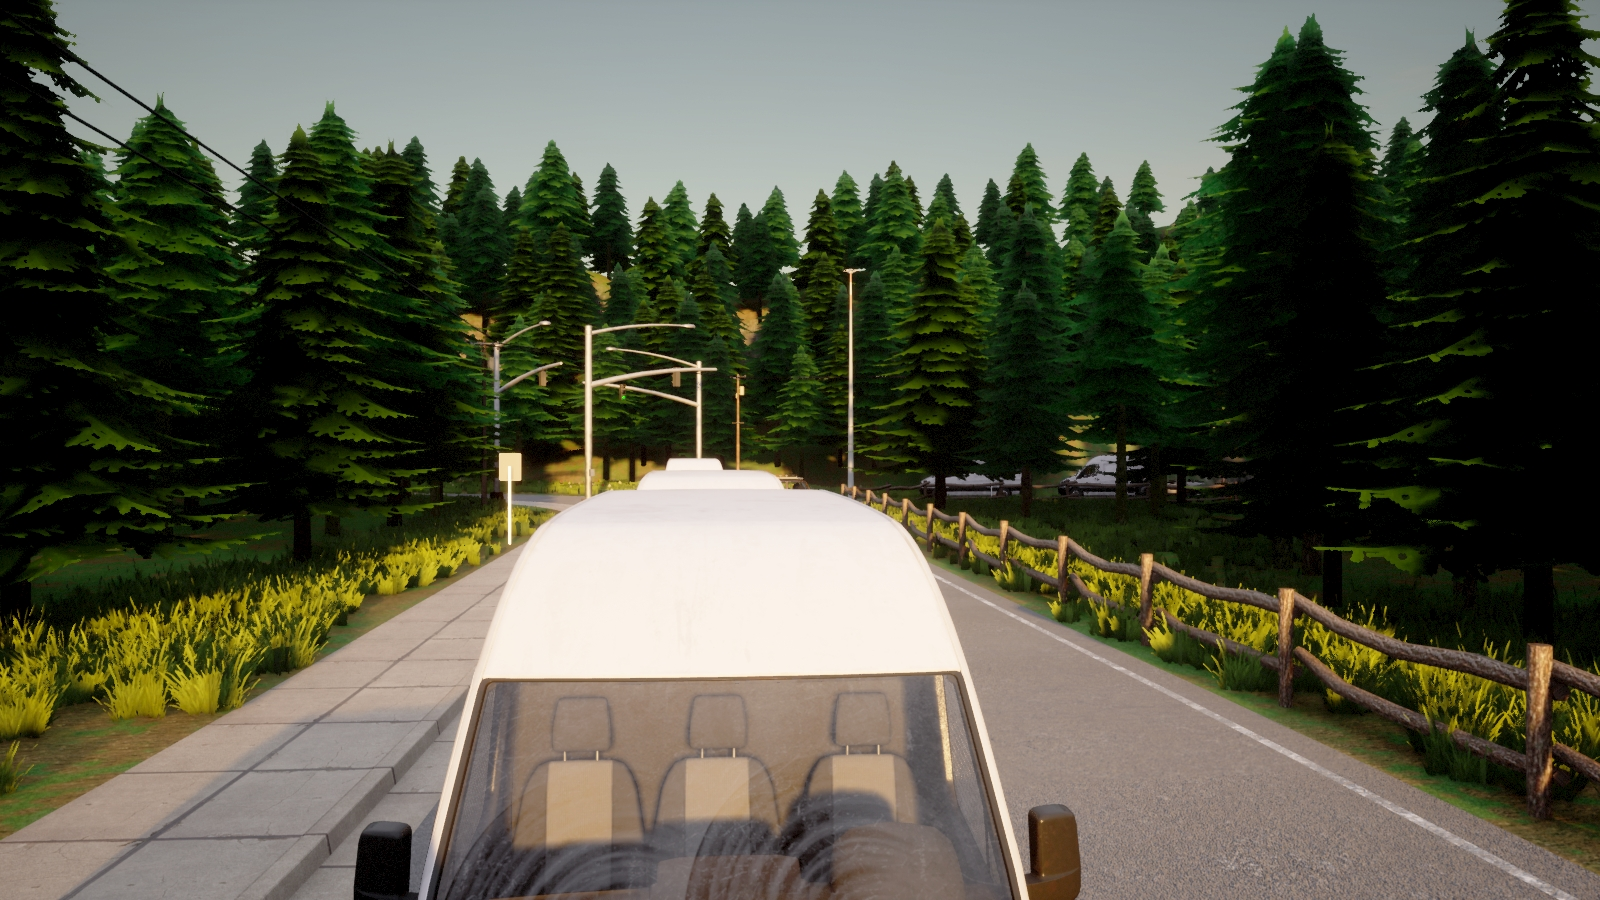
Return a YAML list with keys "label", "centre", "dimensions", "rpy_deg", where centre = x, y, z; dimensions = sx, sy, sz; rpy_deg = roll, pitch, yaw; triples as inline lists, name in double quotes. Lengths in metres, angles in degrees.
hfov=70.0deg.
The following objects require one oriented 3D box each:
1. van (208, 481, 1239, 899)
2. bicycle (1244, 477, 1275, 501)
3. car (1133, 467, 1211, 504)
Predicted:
- label: "van"
  centre: [-0.348, 1.499, 5.156]
  dimensions: [1.988, 2.561, 5.915]
  rpy_deg: [0, 0, -5]
- label: "bicycle"
  centre: [25.320, 2.158, 62.925]
  dimensions: [1.487, 1.276, 0.859]
  rpy_deg: [0, 0, 27]
- label: "car"
  centre: [19.699, 1.857, 60.497]
  dimensions: [3.866, 1.878, 1.905]
  rpy_deg: [0, 0, 19]
